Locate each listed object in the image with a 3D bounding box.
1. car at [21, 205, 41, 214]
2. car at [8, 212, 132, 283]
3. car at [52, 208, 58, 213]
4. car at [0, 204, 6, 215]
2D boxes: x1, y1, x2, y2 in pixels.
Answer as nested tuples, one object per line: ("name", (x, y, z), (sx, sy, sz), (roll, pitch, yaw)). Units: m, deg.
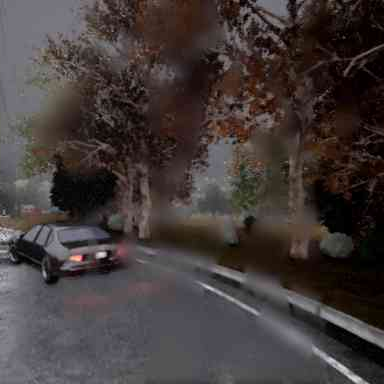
("car", (-29.256, 3.332, 60.617), (2.150, 2.045, 5.566), (0, -5, -9))
("car", (-3.829, 1.559, 9.815), (2.033, 1.411, 5.357), (-1, 0, -42))
("car", (-26.816, 3.847, 67.671), (2.150, 2.045, 5.566), (0, -5, -9))
("car", (-26.877, 2.390, 45.078), (1.837, 1.490, 4.892), (0, -4, -9))
